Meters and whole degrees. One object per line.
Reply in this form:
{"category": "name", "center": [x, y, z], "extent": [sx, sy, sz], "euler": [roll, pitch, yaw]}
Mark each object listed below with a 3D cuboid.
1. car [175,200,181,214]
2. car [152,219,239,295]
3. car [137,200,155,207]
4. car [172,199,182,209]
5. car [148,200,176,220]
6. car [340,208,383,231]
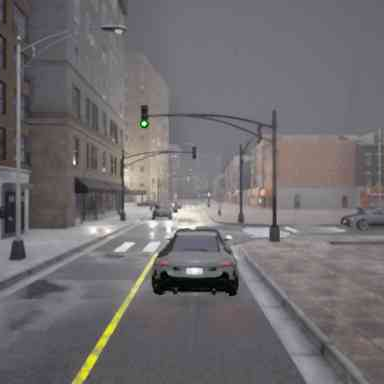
{"category": "car", "center": [-2.821, 2.044, 42.667], "extent": [1.994, 1.385, 4.181], "euler": [0, -1, 0]}
{"category": "car", "center": [0.160, 1.665, 9.044], "extent": [1.994, 1.385, 4.181], "euler": [0, -1, 3]}
{"category": "car", "center": [-8.961, 2.340, 68.316], "extent": [4.674, 1.442, 1.812], "euler": [0, -1, 9]}
{"category": "car", "center": [-2.770, 1.968, 54.469], "extent": [2.097, 1.767, 4.553], "euler": [0, -1, 1]}
{"category": "car", "center": [-2.837, 1.871, 32.748], "extent": [1.837, 1.490, 4.892], "euler": [0, -1, 0]}
{"category": "car", "center": [12.059, 1.755, 21.950], "extent": [4.181, 1.385, 1.994], "euler": [0, 0, 0]}
